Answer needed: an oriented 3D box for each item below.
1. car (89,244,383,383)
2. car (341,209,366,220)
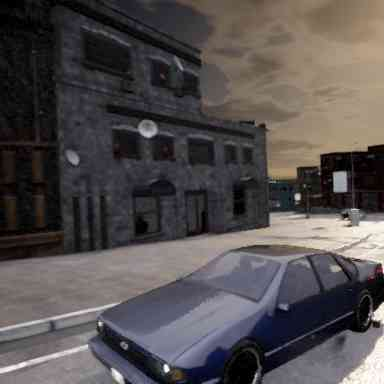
[{"bbox_3d":[1.246,1.591,5.259,5.357,1.411,2.033,1,-1,-40],"label":"car"},{"bbox_3d":[21.225,2.942,43.869,2.128,1.511,4.902,-2,-3,5],"label":"car"}]
